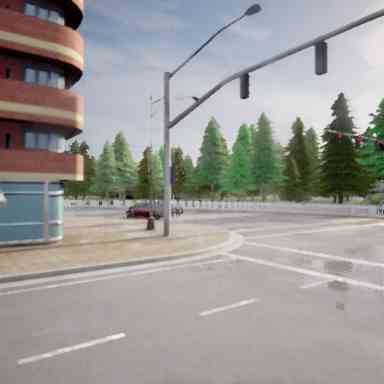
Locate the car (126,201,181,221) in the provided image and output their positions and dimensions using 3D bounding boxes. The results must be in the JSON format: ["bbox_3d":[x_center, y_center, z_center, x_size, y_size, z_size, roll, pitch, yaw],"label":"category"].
[{"bbox_3d":[-3.368,1.543,27.319,4.181,1.385,1.994,0,0,32],"label":"car"}]

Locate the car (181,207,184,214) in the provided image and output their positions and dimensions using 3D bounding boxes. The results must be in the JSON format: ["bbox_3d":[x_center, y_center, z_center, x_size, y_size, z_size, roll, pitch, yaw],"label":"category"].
[{"bbox_3d":[-2.797,1.550,31.058,4.181,1.385,1.994,0,0,29],"label":"car"}]
